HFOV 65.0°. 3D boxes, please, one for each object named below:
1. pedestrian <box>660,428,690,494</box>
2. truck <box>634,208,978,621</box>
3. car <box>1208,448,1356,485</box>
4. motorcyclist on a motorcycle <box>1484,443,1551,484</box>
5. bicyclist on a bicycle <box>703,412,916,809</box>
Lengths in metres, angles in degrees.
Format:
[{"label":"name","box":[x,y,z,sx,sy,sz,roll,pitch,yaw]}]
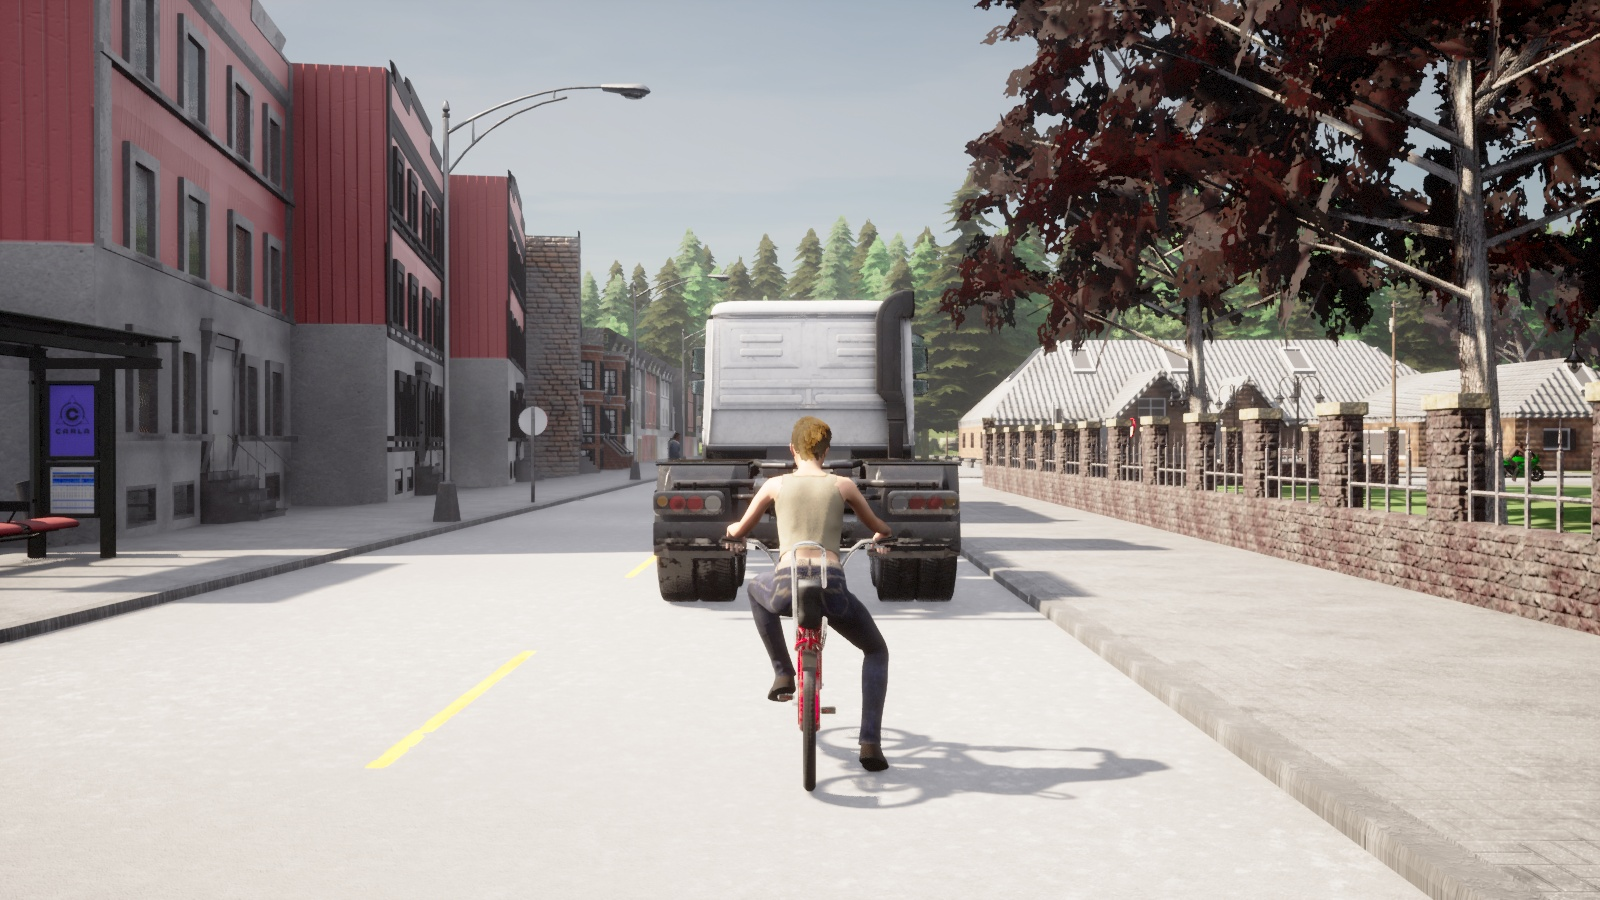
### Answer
[{"label":"pedestrian","box":[-3.718,0.311,37.385,0.788,1.949,0.423,0,0,-23]},{"label":"truck","box":[0.095,-0.317,14.519,2.891,3.462,7.936,0,0,1]},{"label":"car","box":[17.769,0.599,46.425,4.718,1.301,1.895,0,0,-1]},{"label":"motorcyclist on a motorcycle","box":[26.488,0.488,46.375,2.044,1.523,0.797,0,0,-1]},{"label":"bicyclist on a bicycle","box":[0.044,0.650,5.856,0.866,1.612,1.509,0,0,0]}]
